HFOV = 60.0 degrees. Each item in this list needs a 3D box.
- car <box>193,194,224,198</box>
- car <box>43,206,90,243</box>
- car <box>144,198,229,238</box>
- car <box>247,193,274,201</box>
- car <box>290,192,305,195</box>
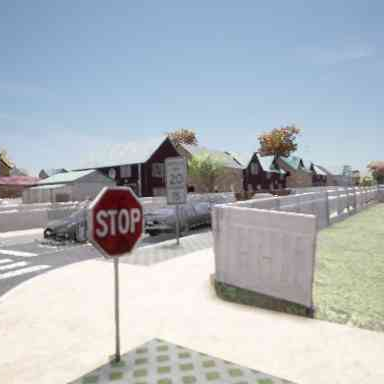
[{"bbox_3d":[0.781,0.970,22.836,2.097,1.767,4.553,-2,0,35],"label":"car"},{"bbox_3d":[-4.420,1.366,15.437,1.837,1.490,4.892,-2,0,35],"label":"car"},{"bbox_3d":[-0.393,1.237,15.686,2.033,1.411,5.357,-2,0,32],"label":"car"},{"bbox_3d":[6.430,0.881,30.850,1.812,1.442,4.674,-2,0,36],"label":"car"},{"bbox_3d":[12.372,0.682,39.234,1.895,1.301,4.718,-2,0,35],"label":"car"}]
